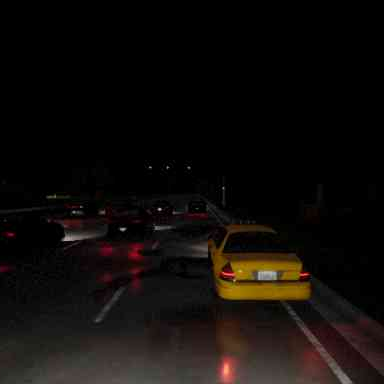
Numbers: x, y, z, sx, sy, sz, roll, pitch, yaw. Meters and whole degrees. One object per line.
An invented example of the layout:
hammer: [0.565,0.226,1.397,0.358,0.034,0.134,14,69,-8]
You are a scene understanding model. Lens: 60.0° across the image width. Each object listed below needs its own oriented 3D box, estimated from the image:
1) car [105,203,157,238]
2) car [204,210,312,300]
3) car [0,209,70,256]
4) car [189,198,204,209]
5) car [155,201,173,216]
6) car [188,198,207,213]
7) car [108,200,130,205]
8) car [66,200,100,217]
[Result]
car: [-3.151,1.525,17.577,1.812,1.442,4.674,0,0,0]
car: [1.362,1.455,8.438,1.801,1.575,5.366,0,0,1]
car: [-6.703,1.564,13.113,1.994,1.385,4.181,0,0,1]
car: [0.684,1.563,46.630,1.994,1.385,4.181,0,0,1]
car: [-2.951,1.563,32.723,1.994,1.385,4.181,0,0,1]
car: [0.578,1.491,36.541,2.128,1.511,4.902,0,0,1]
car: [-6.482,1.477,30.284,1.882,1.535,5.008,0,0,1]
car: [-9.978,1.490,30.661,2.128,1.511,4.902,0,0,1]
